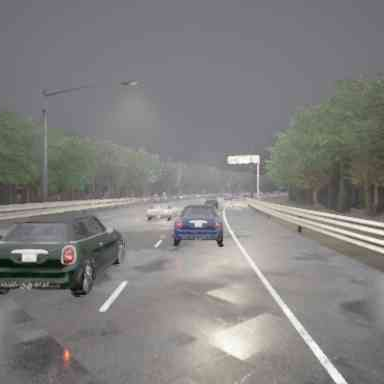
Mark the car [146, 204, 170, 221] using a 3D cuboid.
[{"bbox_3d":[-2.401,1.610,27.421,1.895,1.301,4.718,0,0,4],"label":"car"}]

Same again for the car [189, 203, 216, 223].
[{"bbox_3d":[0.924,1.617,26.490,1.895,1.301,4.718,0,0,4],"label":"car"}]

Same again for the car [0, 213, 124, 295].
[{"bbox_3d":[-3.254,1.350,8.865,2.097,1.767,4.553,0,0,1],"label":"car"}]

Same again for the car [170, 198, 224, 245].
[{"bbox_3d":[0.346,1.361,15.646,2.097,1.767,4.553,0,0,2],"label":"car"}]

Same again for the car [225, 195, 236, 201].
[{"bbox_3d":[9.716,1.513,87.203,2.128,1.511,4.902,0,0,12],"label":"car"}]
